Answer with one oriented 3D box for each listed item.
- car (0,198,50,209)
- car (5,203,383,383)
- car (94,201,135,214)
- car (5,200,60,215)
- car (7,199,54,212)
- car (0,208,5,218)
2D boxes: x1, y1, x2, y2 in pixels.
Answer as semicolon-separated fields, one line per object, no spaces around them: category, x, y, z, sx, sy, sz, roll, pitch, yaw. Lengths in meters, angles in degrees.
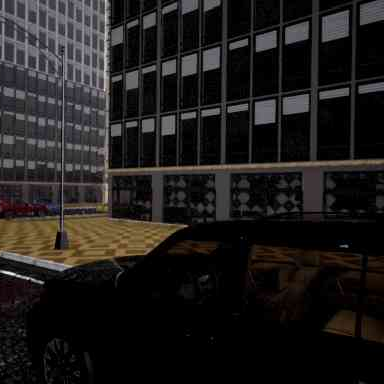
car;-16.097;1.517;31.041;2.192;1.841;5.009;1;0;37
car;0.717;1.221;3.172;5.566;2.045;2.150;0;0;36
car;-9.269;1.828;40.230;1.752;1.417;4.829;1;0;37
car;-18.099;1.695;38.040;2.033;1.411;5.357;1;0;37
car;-19.564;1.641;40.427;1.752;1.417;4.829;1;0;37
car;-7.263;1.347;8.895;4.553;1.767;2.097;0;0;36
